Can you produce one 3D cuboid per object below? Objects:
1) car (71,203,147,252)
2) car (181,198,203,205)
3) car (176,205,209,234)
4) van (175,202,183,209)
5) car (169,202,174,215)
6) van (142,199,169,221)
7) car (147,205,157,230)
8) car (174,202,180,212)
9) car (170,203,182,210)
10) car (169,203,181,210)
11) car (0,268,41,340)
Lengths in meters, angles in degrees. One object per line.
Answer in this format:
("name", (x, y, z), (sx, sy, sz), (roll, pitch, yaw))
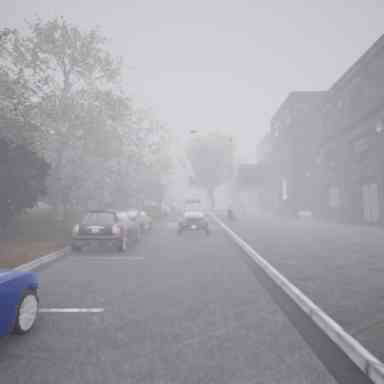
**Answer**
("car", (-3.653, 1.541, 14.983), (2.185, 1.767, 4.553), (0, -1, 2))
("car", (0.102, 1.706, 38.787), (2.150, 2.045, 5.566), (0, -1, 0))
("car", (0.101, 1.786, 20.884), (1.812, 1.442, 4.674), (0, -1, 0))
("van", (-3.621, 3.711, 93.054), (1.878, 1.987, 4.442), (1, -2, 2))
("car", (-3.652, 1.819, 37.264), (2.185, 1.767, 4.553), (0, -1, 2))
("van", (-3.647, 1.651, 31.843), (1.878, 1.987, 4.442), (0, -1, 2))
("car", (-3.651, 1.777, 20.580), (2.002, 1.452, 4.674), (0, -1, 2))
("car", (-3.632, 2.450, 53.992), (2.163, 1.488, 4.792), (1, -2, 2))
("car", (-3.642, 3.331, 76.252), (2.163, 1.488, 4.792), (0, -2, 2))
("car", (-3.640, 3.079, 70.651), (2.097, 1.535, 5.008), (0, -2, 2))
("car", (-3.652, 1.528, 3.867), (2.097, 1.535, 5.008), (0, -1, 2))
